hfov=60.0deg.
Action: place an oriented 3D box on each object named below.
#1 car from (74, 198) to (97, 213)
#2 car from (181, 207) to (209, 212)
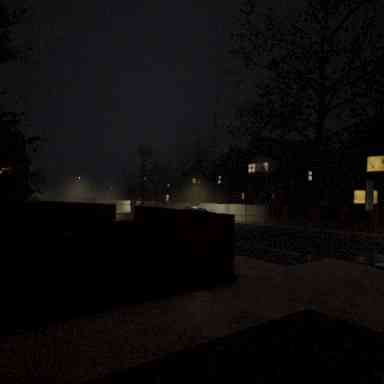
[{"bbox_3d":[-15.155,1.845,46.981,2.150,2.045,5.566,2,-2,-35],"label":"car"},{"bbox_3d":[-0.151,1.836,25.370,1.812,1.442,4.674,2,-2,-35],"label":"car"}]
